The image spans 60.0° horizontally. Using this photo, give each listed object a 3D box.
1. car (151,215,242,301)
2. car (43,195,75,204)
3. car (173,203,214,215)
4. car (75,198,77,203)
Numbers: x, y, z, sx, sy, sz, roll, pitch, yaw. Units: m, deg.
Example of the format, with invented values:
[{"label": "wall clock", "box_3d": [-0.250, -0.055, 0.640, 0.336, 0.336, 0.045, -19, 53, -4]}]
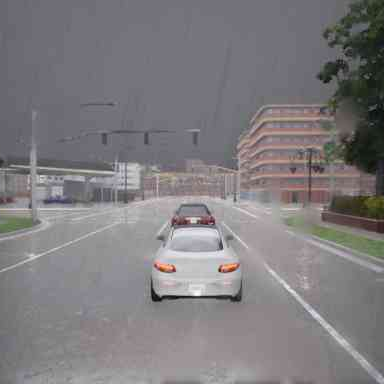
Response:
[{"label": "car", "box_3d": [0.087, 1.526, 8.168, 1.812, 1.442, 4.674, 0, 0, 0]}, {"label": "car", "box_3d": [-23.439, 1.295, 57.868, 4.611, 1.667, 2.242, 0, 0, 1]}, {"label": "car", "box_3d": [0.064, 1.352, 17.160, 2.097, 1.767, 4.553, 0, 0, 0]}, {"label": "car", "box_3d": [-24.169, 1.456, 63.617, 3.806, 1.475, 1.970, 0, 0, 1]}]
